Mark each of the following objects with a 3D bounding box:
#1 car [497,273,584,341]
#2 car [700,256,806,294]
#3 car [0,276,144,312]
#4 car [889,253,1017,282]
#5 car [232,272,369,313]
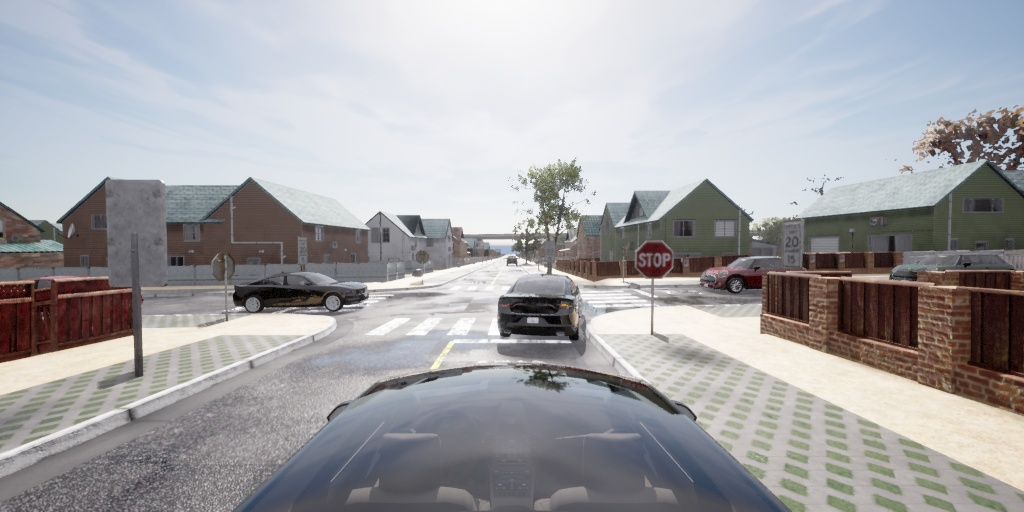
[{"bbox_3d":[0.958,1.225,10.077,1.882,1.535,5.008,0,0,12],"label":"car"},{"bbox_3d":[11.808,0.821,17.686,4.553,1.767,2.097,-1,2,0],"label":"car"},{"bbox_3d":[-18.020,1.547,14.543,5.008,1.535,1.882,-1,2,0],"label":"car"},{"bbox_3d":[21.703,0.646,17.756,4.553,1.767,2.097,-1,2,0],"label":"car"},{"bbox_3d":[-8.467,1.377,14.604,5.008,1.535,1.882,-1,2,0],"label":"car"}]
